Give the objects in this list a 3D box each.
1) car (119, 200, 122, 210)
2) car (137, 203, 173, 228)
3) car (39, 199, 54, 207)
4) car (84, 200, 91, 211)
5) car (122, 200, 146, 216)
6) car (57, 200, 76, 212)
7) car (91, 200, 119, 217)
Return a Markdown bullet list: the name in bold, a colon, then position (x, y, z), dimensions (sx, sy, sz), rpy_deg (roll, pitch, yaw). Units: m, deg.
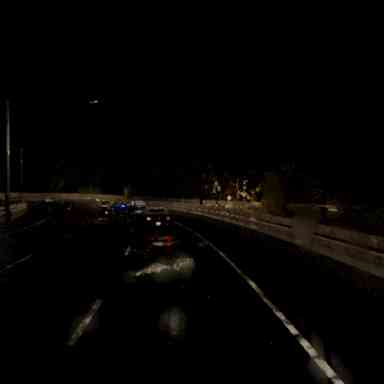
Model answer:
- **car**: position (-10.057, 1.855, 46.383), dimensions (1.994, 1.385, 4.181), rpy_deg (0, 0, -25)
- **car**: position (-2.567, 1.724, 23.249), dimensions (1.895, 1.301, 4.718), rpy_deg (0, 0, -12)
- **car**: position (-27.320, 2.007, 62.329), dimensions (2.128, 1.511, 4.902), rpy_deg (0, 0, -37)
- **car**: position (-13.529, 1.843, 45.549), dimensions (1.812, 1.442, 4.674), rpy_deg (0, 0, -25)
- **car**: position (-5.788, 1.696, 35.475), dimensions (2.128, 1.511, 4.902), rpy_deg (0, 0, -20)
- **car**: position (-16.481, 1.843, 43.710), dimensions (1.837, 1.490, 4.892), rpy_deg (0, 0, -26)
- **car**: position (-8.983, 1.733, 34.032), dimensions (1.837, 1.490, 4.892), rpy_deg (0, 0, -20)
